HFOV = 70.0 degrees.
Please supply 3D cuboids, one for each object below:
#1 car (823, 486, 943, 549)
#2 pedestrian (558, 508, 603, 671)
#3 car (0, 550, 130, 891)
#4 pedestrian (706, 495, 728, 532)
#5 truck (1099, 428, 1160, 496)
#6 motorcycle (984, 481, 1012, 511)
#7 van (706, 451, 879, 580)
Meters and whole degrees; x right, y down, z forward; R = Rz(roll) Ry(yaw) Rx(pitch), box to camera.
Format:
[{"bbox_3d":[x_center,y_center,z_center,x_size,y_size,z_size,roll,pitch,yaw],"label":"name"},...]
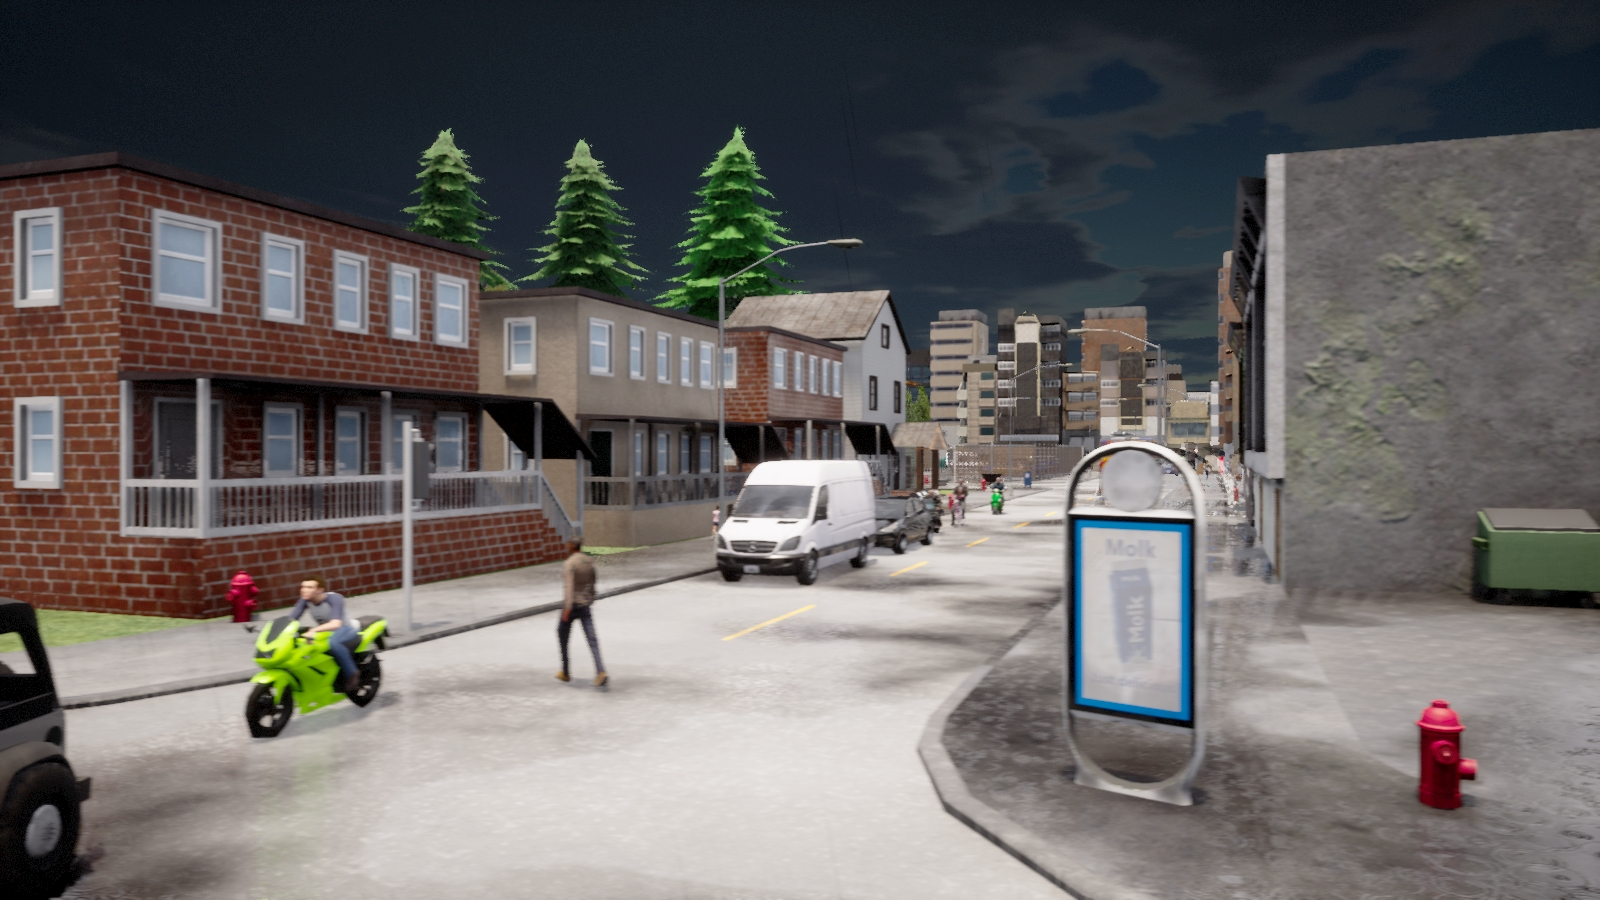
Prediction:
[{"bbox_3d":[2.461,1.843,32.549,2.163,1.488,4.792,0,0,20],"label":"car"},{"bbox_3d":[-2.588,1.629,13.486,0.375,1.860,0.375,0,0,44],"label":"pedestrian"},{"bbox_3d":[-5.613,1.639,6.098,1.905,1.878,3.866,0,0,-2],"label":"car"},{"bbox_3d":[-2.490,1.904,34.433,0.500,1.100,0.500,0,0,19],"label":"pedestrian"},{"bbox_3d":[19.756,0.671,68.195,2.891,3.827,8.468,0,0,20],"label":"truck"},{"bbox_3d":[8.547,1.962,49.258,0.856,1.236,1.805,0,0,20],"label":"motorcycle"},{"bbox_3d":[0.021,1.314,25.872,1.988,2.561,5.915,0,0,20],"label":"van"}]
